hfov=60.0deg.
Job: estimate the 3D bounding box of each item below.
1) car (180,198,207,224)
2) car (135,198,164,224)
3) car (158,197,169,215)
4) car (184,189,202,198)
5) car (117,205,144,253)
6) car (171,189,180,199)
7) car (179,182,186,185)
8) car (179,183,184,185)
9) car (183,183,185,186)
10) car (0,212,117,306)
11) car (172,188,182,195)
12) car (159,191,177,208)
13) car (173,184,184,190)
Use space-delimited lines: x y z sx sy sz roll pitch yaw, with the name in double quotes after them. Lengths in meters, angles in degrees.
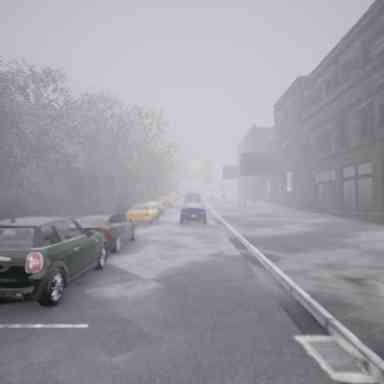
0.105 1.497 25.377 1.882 1.535 5.008 0 0 0 "car"
-3.639 1.494 25.150 1.946 1.575 5.366 0 1 2 "car"
-3.646 1.524 31.287 2.002 1.452 4.674 0 0 2 "car"
0.109 1.029 43.937 2.150 2.045 5.566 0 1 0 "car"
-3.659 1.557 13.903 2.163 1.488 4.792 -1 0 2 "car"
-3.621 0.891 55.563 1.946 1.575 5.366 1 2 2 "car"
-3.629 -1.348 94.877 1.946 1.575 5.366 0 3 2 "car"
-3.641 -0.443 77.971 2.185 1.767 4.553 0 3 2 "car"
-3.639 -0.655 83.564 2.231 1.521 4.892 0 3 2 "car"
-3.651 1.372 8.298 2.185 1.767 4.553 0 0 2 "car"
-3.623 0.646 61.297 2.231 1.521 4.892 1 3 2 "car"
-3.620 1.148 44.544 2.185 1.767 4.553 2 2 2 "car"
-3.642 -0.108 72.410 2.185 1.767 4.553 0 3 2 "car"
